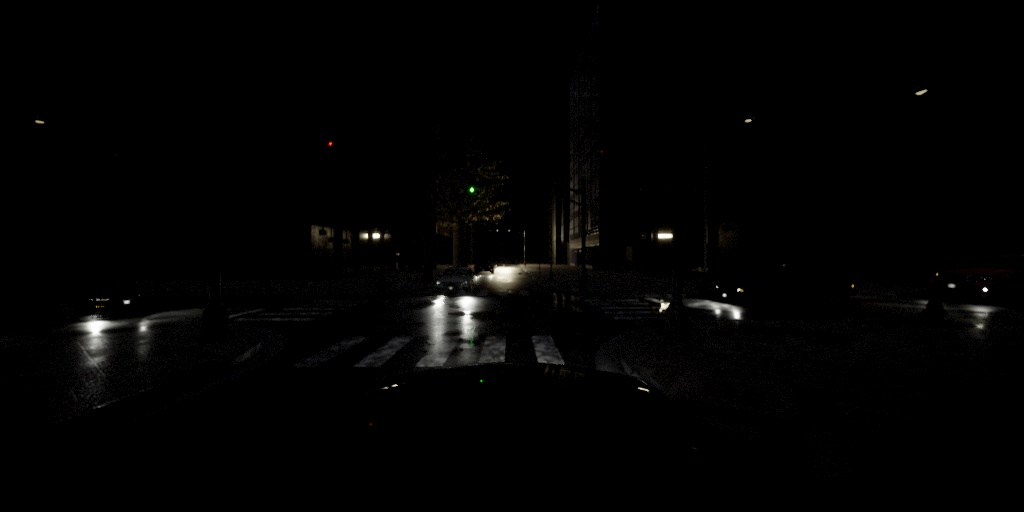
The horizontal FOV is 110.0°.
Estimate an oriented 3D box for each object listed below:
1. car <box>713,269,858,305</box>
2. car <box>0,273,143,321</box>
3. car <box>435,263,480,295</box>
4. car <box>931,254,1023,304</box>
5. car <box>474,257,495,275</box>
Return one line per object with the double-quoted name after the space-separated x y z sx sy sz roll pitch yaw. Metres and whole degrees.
11.718 1.281 15.478 5.357 1.411 2.033 0 0 -4 "car"
-15.493 1.322 12.156 4.892 1.490 1.837 0 0 0 "car"
-3.078 1.335 20.284 1.812 1.442 4.674 0 0 0 "car"
21.764 0.926 15.504 5.566 2.045 2.150 0 0 0 "car"
-3.175 1.100 42.140 2.150 2.045 5.566 0 0 0 "car"
